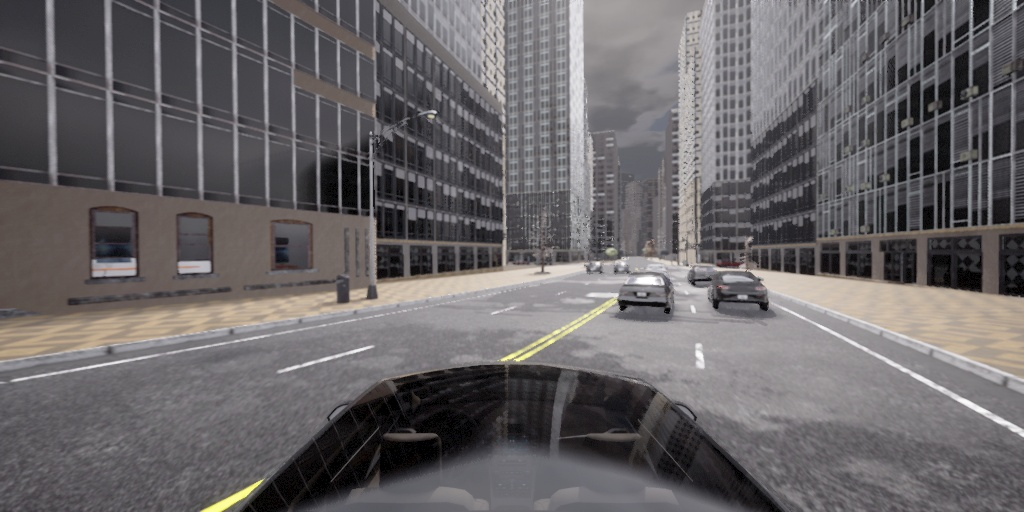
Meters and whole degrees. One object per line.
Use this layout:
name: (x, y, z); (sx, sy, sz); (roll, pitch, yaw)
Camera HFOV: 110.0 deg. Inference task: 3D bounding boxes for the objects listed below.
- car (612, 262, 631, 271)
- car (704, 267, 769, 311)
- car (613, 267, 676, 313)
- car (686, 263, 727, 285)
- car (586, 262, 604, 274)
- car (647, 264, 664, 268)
car: (13.604, 1.470, 44.482); (2.128, 1.511, 4.902); (0, 0, 19)
car: (9.341, 1.354, 15.073); (1.812, 1.442, 4.674); (0, -1, 25)
car: (5.521, 1.371, 14.569); (2.033, 1.411, 5.357); (0, 0, 25)
car: (14.438, 1.435, 27.220); (2.033, 1.411, 5.357); (0, 0, 21)
car: (10.533, 1.479, 45.549); (2.128, 1.511, 4.902); (0, 0, 19)
car: (12.455, 1.435, 31.108); (1.812, 1.442, 4.674); (0, 0, 21)
